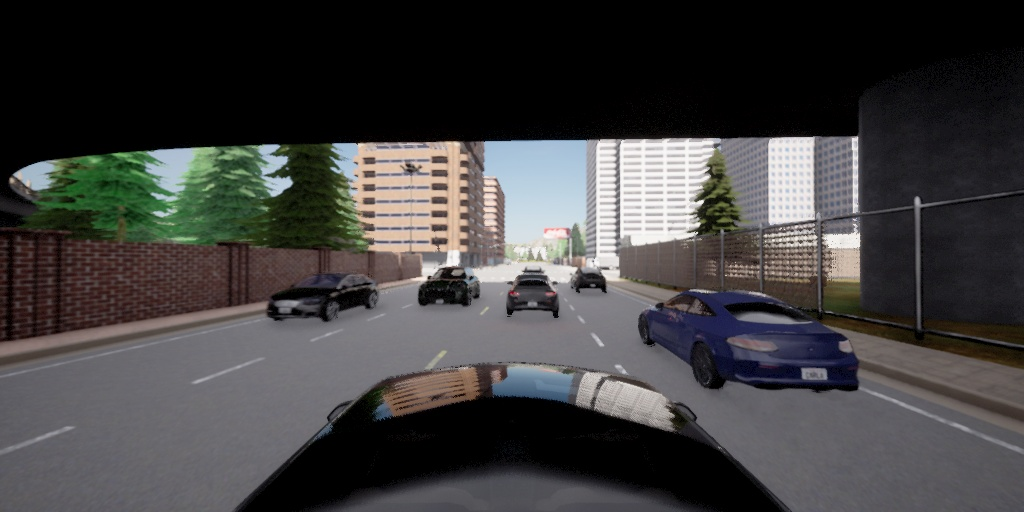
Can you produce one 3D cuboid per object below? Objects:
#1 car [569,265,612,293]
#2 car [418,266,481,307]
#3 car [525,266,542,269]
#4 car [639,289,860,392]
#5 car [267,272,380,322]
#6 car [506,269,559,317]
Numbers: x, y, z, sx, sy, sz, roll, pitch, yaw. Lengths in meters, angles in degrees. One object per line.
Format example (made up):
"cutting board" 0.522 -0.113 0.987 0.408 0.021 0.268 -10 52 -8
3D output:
"car" 4.876 1.511 23.308 1.837 1.490 4.892 0 -1 4
"car" -2.752 1.266 16.584 2.097 1.767 4.553 0 -1 4
"car" 1.761 1.564 29.631 2.128 1.511 4.902 0 -1 4
"car" 3.906 1.342 6.805 1.812 1.442 4.674 0 -1 3
"car" -6.491 1.357 12.943 2.128 1.511 4.902 0 -1 4
"car" 0.800 1.416 13.904 1.812 1.442 4.674 0 -1 3
